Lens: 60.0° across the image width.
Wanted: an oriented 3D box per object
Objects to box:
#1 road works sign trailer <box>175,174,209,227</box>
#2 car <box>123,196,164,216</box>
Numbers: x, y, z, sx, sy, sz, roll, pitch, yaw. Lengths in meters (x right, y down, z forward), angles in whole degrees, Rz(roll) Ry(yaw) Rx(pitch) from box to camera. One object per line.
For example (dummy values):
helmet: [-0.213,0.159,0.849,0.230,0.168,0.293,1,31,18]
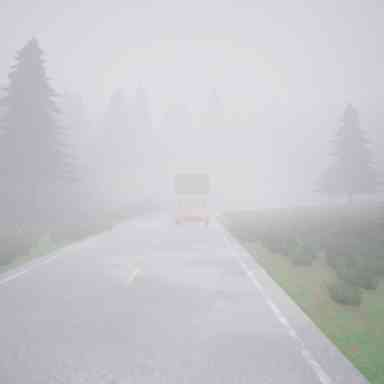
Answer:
road works sign trailer: [0.007,0.533,23.660,2.380,3.560,2.880,0,0,0]
car: [-4.528,1.252,31.253,1.837,1.490,4.892,-18,-15,25]
